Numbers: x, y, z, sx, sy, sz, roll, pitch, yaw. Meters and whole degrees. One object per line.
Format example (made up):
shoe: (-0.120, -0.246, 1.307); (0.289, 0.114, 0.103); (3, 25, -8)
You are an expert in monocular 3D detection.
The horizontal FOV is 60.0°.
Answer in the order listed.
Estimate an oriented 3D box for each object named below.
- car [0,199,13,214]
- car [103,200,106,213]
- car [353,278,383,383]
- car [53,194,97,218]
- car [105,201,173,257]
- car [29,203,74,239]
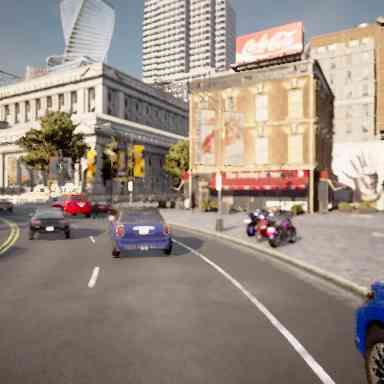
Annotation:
car: (-20.105, 1.444, 34.268); (4.902, 1.511, 2.128); (0, 0, 42)
car: (-5.738, 1.594, 28.184); (1.895, 1.301, 4.718); (0, 0, -31)
car: (2.972, 1.230, 1.487); (2.150, 2.045, 5.566); (0, 0, -1)
car: (-10.786, 1.204, 29.599); (2.150, 2.045, 5.566); (1, 0, -38)
car: (-2.205, 1.353, 13.286); (2.097, 1.767, 4.553); (0, 0, -16)
car: (-7.406, 1.512, 17.318); (1.812, 1.442, 4.674); (0, 0, -23)
